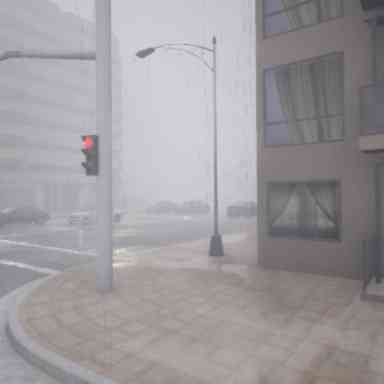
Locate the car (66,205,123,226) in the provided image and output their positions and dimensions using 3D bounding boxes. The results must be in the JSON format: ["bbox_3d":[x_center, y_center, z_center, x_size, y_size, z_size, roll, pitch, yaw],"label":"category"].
[{"bbox_3d":[-7.366,1.722,25.704,1.812,1.442,4.674,-1,0,35],"label":"car"}]

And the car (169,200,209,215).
[{"bbox_3d":[0.009,1.703,36.263,1.837,1.490,4.892,-1,0,35],"label":"car"}]

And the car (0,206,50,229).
[{"bbox_3d":[-12.726,1.755,24.174,1.812,1.442,4.674,-1,0,35],"label":"car"}]

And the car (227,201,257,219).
[{"bbox_3d":[5.072,1.608,30.999,1.882,1.535,5.008,-1,0,35],"label":"car"}]

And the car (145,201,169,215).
[{"bbox_3d":[-3.298,1.756,37.642,1.812,1.442,4.674,-1,0,35],"label":"car"}]
